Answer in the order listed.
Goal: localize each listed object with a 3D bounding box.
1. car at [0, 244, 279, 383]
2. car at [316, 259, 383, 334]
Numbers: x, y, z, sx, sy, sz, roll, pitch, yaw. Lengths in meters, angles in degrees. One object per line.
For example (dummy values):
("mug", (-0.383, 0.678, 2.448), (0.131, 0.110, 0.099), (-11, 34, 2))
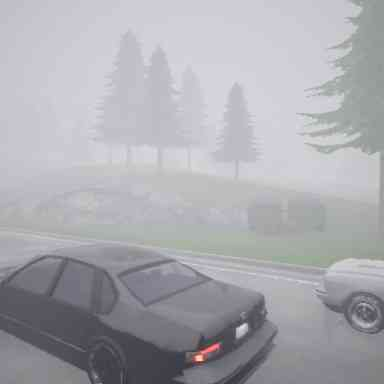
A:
("car", (-1.496, 1.547, 5.058), (5.357, 1.411, 2.033), (0, 0, 35))
("car", (4.492, 1.601, 5.089), (4.718, 1.301, 1.895), (0, 0, 35))
